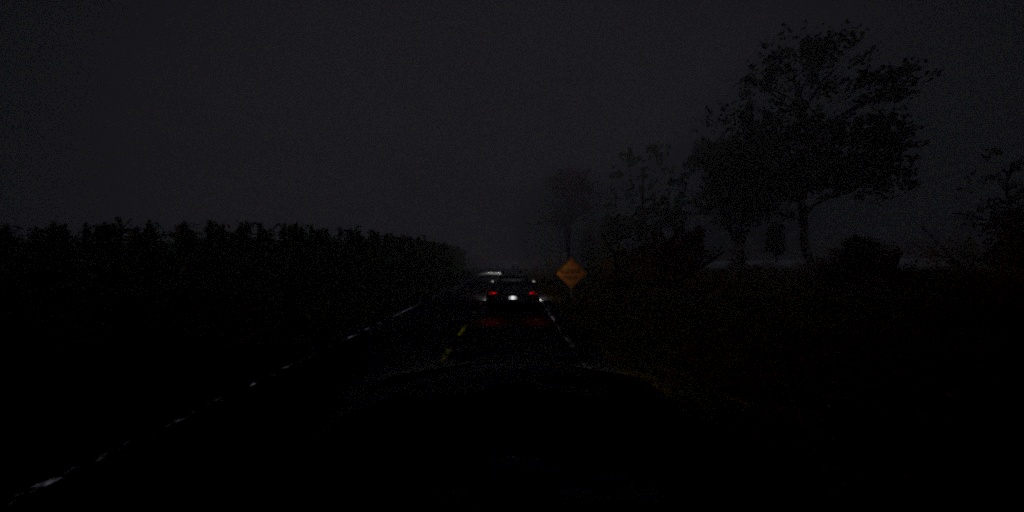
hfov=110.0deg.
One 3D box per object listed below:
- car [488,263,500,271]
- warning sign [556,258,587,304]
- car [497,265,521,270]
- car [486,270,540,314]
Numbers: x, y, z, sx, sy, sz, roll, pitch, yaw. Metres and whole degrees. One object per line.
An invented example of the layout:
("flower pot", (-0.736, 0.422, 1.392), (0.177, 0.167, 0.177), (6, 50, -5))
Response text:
("car", (-2.817, 1.875, 59.978), (2.128, 1.511, 4.902), (0, -1, 0))
("warning sign", (2.446, 0.995, 14.821), (1.300, 1.860, 1.060), (0, 0, 0))
("car", (0.032, 1.627, 28.571), (1.895, 1.301, 4.718), (0, -1, 1))
("car", (0.045, 1.442, 14.512), (1.994, 1.385, 4.181), (0, 0, 0))
